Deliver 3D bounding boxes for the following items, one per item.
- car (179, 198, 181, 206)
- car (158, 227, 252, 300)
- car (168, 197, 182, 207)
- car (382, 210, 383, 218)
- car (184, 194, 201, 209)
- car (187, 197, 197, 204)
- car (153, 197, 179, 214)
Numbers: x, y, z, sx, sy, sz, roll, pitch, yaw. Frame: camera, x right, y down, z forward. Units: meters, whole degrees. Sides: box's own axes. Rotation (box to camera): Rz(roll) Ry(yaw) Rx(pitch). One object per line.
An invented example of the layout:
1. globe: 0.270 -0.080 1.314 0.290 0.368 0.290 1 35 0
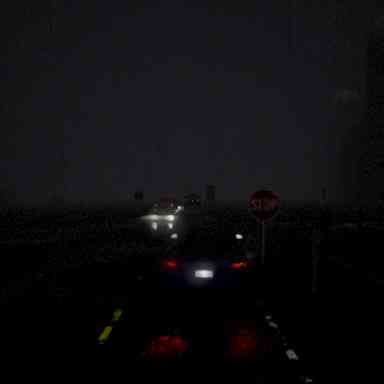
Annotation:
1. car: -2.837 1.619 45.529 2.033 1.411 5.357 0 0 0
2. car: 0.363 1.573 8.496 1.994 1.385 4.181 0 0 4
3. car: -2.816 1.587 55.947 2.128 1.511 4.902 0 0 0
4. car: 14.781 1.249 21.153 5.008 1.535 1.882 -1 1 0
5. car: 0.097 1.295 46.687 2.150 2.045 5.566 0 0 0
6. car: 0.043 1.674 68.297 2.033 1.411 5.357 0 0 1
7. car: -2.844 1.403 35.261 2.097 1.767 4.553 0 0 0
